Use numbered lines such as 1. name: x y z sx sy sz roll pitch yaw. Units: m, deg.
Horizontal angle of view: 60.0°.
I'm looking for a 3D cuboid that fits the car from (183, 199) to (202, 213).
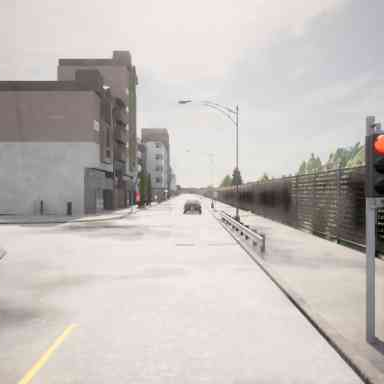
1. car: 0.040 1.525 36.523 1.812 1.442 4.674 0 0 0
